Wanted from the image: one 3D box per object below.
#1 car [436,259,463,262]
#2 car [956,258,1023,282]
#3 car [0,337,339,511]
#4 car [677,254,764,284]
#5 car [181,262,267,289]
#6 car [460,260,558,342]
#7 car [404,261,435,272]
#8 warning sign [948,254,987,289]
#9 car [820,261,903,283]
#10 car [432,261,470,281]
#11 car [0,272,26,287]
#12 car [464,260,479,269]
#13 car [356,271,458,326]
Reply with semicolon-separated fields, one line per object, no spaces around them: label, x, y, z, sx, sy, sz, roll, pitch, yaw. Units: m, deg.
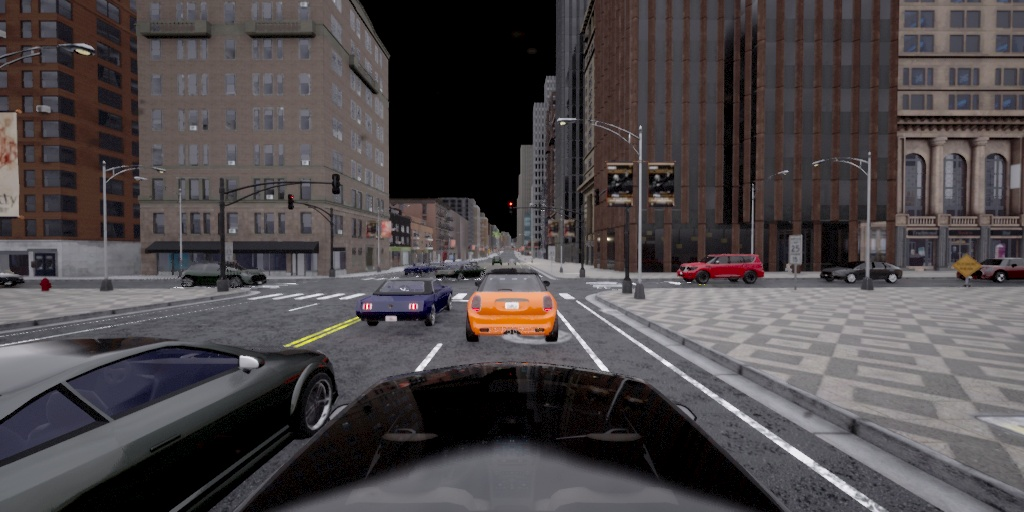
car;-6.600;1.326;38.822;1.994;1.385;4.181;0;0;0
car;35.013;0.923;25.671;4.553;1.767;2.097;0;1;0
car;-3.158;1.314;2.766;1.994;1.385;4.181;0;0;1
car;14.839;0.872;25.604;5.566;2.045;2.150;0;1;0
car;-18.792;1.180;23.550;4.553;1.767;2.097;0;1;0
car;0.010;1.100;9.933;2.097;1.767;4.553;0;0;0
car;-9.852;1.362;37.615;1.895;1.301;4.718;0;0;0
warning sign;25.177;0.825;19.839;1.060;1.860;1.300;0;0;0
car;24.895;1.116;25.641;4.892;1.490;1.837;0;1;0
car;-4.137;1.356;29.838;1.895;1.301;4.718;0;0;31
car;-35.819;1.434;23.669;5.357;1.411;2.033;0;1;1
car;-6.583;1.336;58.800;1.994;1.385;4.181;0;0;0
car;-3.149;1.349;11.585;1.895;1.301;4.718;0;0;0
